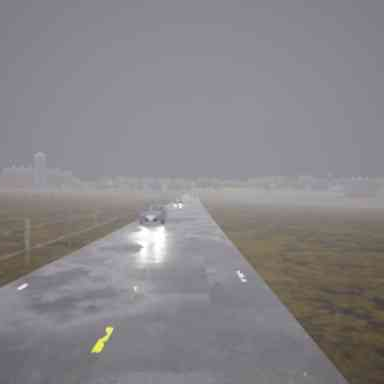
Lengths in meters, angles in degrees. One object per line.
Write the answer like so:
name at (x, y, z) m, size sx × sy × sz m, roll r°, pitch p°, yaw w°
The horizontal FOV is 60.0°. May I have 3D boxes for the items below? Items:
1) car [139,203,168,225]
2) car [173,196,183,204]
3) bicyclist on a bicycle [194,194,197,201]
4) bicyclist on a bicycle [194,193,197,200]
car at (-2.870, 1.633, 25.630) m, size 2.128 × 1.511 × 4.902 m, roll 0°, pitch 0°, yaw 0°
car at (-2.749, 1.506, 66.443) m, size 2.128 × 1.511 × 4.902 m, roll 0°, pitch 1°, yaw 1°
bicyclist on a bicycle at (0.816, 1.241, 80.431) m, size 0.659 × 1.776 × 1.843 m, roll 0°, pitch 1°, yaw 0°
bicyclist on a bicycle at (0.854, 1.201, 89.430) m, size 0.866 × 1.612 × 1.509 m, roll 0°, pitch 1°, yaw 0°
